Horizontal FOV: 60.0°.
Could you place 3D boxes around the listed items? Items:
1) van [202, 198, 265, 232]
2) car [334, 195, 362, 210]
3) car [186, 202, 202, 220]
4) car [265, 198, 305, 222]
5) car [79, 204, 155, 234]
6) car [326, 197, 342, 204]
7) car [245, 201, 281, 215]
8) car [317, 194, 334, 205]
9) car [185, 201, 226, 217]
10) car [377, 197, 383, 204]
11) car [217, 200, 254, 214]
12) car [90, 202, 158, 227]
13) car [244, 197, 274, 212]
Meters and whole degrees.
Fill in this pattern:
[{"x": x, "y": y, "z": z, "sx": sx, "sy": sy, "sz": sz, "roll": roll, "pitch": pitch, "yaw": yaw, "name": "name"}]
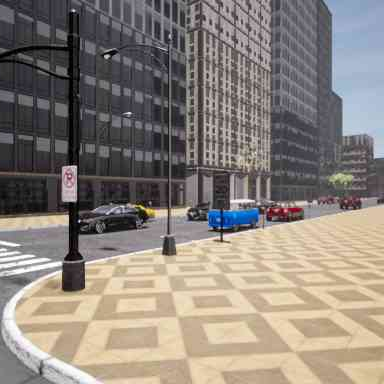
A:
[{"x": 2.632, "y": 1.368, "z": 20.270, "sx": 1.690, "sy": 1.788, "sz": 3.998, "roll": 0, "pitch": 0, "yaw": 38, "name": "van"}, {"x": 21.225, "y": 1.368, "z": 44.493, "sx": 2.192, "sy": 1.841, "sz": 5.009, "roll": 0, "pitch": 0, "yaw": 38, "name": "car"}, {"x": 1.485, "y": 1.528, "z": 27.819, "sx": 1.837, "sy": 1.490, "sz": 4.892, "roll": 0, "pitch": 0, "yaw": 38, "name": "car"}, {"x": 7.610, "y": 1.472, "z": 26.888, "sx": 1.967, "sy": 1.590, "sz": 4.097, "roll": 0, "pitch": 0, "yaw": 38, "name": "car"}, {"x": -4.765, "y": 1.508, "z": 19.741, "sx": 2.128, "sy": 1.511, "sz": 4.902, "roll": 0, "pitch": 0, "yaw": 38, "name": "car"}, {"x": 28.607, "y": 1.625, "z": 66.918, "sx": 2.008, "sy": 1.369, "sz": 4.403, "roll": 0, "pitch": 0, "yaw": 38, "name": "car"}, {"x": 7.768, "y": 1.632, "z": 35.921, "sx": 1.895, "sy": 1.301, "sz": 4.718, "roll": 0, "pitch": 0, "yaw": 38, "name": "car"}, {"x": 25.204, "y": 1.381, "z": 62.518, "sx": 2.192, "sy": 1.841, "sz": 5.009, "roll": 0, "pitch": 0, "yaw": 38, "name": "car"}, {"x": 1.377, "y": 1.604, "z": 31.710, "sx": 1.802, "sy": 1.307, "sz": 4.206, "roll": 0, "pitch": 0, "yaw": 38, "name": "car"}, {"x": 38.243, "y": 1.658, "z": 66.497, "sx": 1.947, "sy": 1.339, "sz": 4.313, "roll": 0, "pitch": 0, "yaw": 38, "name": "car"}, {"x": 4.781, "y": 1.571, "z": 36.111, "sx": 1.887, "sy": 1.381, "sz": 4.507, "roll": 0, "pitch": 0, "yaw": 38, "name": "car"}, {"x": -4.749, "y": 1.540, "z": 24.001, "sx": 1.752, "sy": 1.417, "sz": 4.829, "roll": 0, "pitch": 0, "yaw": 38, "name": "car"}, {"x": 8.184, "y": 1.471, "z": 40.512, "sx": 1.967, "sy": 1.590, "sz": 4.097, "roll": 0, "pitch": 0, "yaw": 38, "name": "car"}]
